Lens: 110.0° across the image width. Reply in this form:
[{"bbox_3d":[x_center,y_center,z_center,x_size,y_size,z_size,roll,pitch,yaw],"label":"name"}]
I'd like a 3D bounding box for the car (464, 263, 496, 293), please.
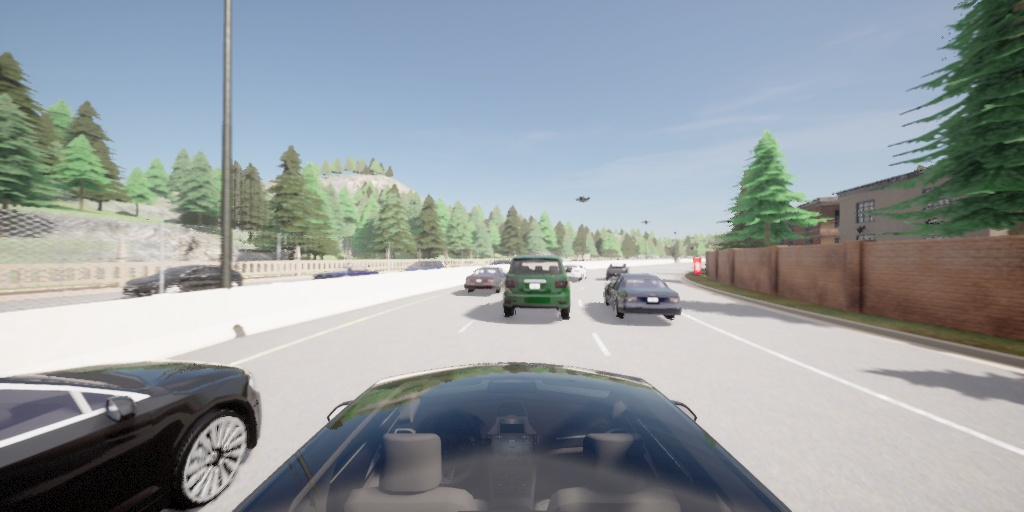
[{"bbox_3d":[-1.179,1.331,20.953,2.033,1.411,5.357,0,0,12],"label":"car"}]

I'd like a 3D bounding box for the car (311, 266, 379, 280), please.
[{"bbox_3d":[-11.279,1.345,24.538,1.895,1.301,4.718,0,0,13],"label":"car"}]

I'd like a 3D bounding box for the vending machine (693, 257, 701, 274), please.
[{"bbox_3d":[21.400,1.122,41.375,1.100,2.100,0.880,0,0,30],"label":"vending machine"}]

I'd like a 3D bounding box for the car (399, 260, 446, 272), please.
[{"bbox_3d":[-6.823,1.123,27.727,2.097,1.767,4.553,0,0,16],"label":"car"}]

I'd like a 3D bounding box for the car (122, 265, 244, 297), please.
[{"bbox_3d":[-16.088,1.214,17.916,1.837,1.490,4.892,0,0,10],"label":"car"}]

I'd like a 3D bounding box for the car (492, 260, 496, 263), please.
[{"bbox_3d":[-2.002,1.357,56.833,1.837,1.490,4.892,0,0,31],"label":"car"}]

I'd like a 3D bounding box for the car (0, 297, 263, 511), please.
[{"bbox_3d":[-3.286,1.226,1.434,2.128,1.511,4.902,0,0,0],"label":"car"}]

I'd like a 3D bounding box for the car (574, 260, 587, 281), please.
[{"bbox_3d":[5.346,1.359,31.020,1.812,1.442,4.674,0,0,19],"label":"car"}]

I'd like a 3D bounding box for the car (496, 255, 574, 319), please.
[{"bbox_3d":[1.030,0.999,13.277,2.150,2.045,5.566,0,0,8],"label":"car"}]

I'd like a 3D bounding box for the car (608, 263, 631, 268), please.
[{"bbox_3d":[9.794,1.348,32.936,2.128,1.511,4.902,0,0,21],"label":"car"}]

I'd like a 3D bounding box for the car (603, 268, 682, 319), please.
[{"bbox_3d":[4.499,1.340,13.036,2.033,1.411,5.357,0,0,8],"label":"car"}]
